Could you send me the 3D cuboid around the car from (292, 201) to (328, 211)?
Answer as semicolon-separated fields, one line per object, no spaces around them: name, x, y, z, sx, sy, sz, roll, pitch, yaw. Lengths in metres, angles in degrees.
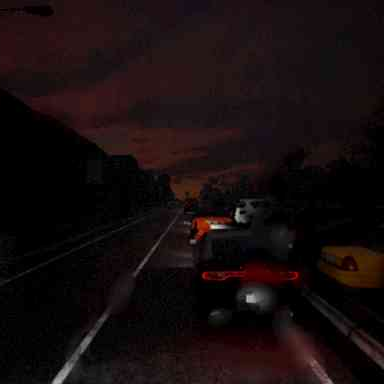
car;18.642;2.190;52.622;5.008;1.535;2.097;0;-1;0

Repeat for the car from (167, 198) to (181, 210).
car;-3.288;2.146;60.851;2.150;2.045;5.566;0;-1;0

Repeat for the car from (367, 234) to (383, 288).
car;5.663;1.552;5.017;4.792;1.488;2.163;0;-1;0

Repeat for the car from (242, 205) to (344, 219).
car;5.600;1.684;19.025;4.892;1.521;2.231;0;-1;0

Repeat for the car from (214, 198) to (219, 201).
car;5.600;1.700;38.654;5.566;2.045;2.435;0;-1;0

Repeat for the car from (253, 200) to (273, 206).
car;18.644;2.991;87.521;4.892;1.521;2.231;0;-1;0

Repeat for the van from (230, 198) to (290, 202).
van;5.704;1.571;27.443;4.442;1.987;1.878;0;-1;0

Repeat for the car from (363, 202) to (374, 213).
car;18.660;1.870;30.349;4.674;1.452;2.002;0;-1;0

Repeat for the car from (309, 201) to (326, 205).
car;18.651;2.074;44.268;4.674;1.452;2.002;0;-1;0

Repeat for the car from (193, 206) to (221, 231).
car;0.963;1.787;23.767;1.837;1.490;4.892;0;-1;0

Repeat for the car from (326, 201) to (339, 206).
car;18.621;1.820;38.703;4.553;1.767;2.185;0;-1;0

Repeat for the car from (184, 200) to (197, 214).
car;0.004;2.125;43.899;1.994;1.385;4.181;0;-1;1

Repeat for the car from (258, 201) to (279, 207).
car;18.647;2.882;81.099;4.674;1.452;2.002;0;-1;0

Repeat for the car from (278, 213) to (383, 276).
car;5.617;1.581;10.621;5.008;1.535;2.097;0;-1;0

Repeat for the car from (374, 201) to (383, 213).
car;18.482;1.790;27.564;5.366;1.575;1.946;0;-1;0

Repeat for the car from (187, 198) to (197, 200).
car;-0.035;2.108;59.278;2.150;2.045;5.566;0;-1;0

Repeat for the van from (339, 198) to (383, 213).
van;18.771;1.679;35.924;4.442;1.987;1.878;0;-1;0

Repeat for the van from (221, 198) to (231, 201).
van;5.462;1.646;33.048;4.442;1.987;1.878;0;-1;0

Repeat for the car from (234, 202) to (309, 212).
car;5.588;1.759;24.636;5.008;1.535;2.097;0;-1;0

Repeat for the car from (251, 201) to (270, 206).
car;18.647;3.106;90.795;4.674;1.452;2.002;0;-1;0

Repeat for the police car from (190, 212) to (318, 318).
police car;0.974;1.510;7.850;1.930;1.638;5.238;0;-1;0

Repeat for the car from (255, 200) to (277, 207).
car;18.655;2.914;84.248;5.008;1.535;2.097;0;-1;0

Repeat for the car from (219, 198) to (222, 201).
car;5.543;1.784;35.851;4.553;1.767;2.185;0;-1;0

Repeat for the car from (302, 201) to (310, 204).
car;18.653;2.082;47.055;5.008;1.535;2.097;0;-1;0

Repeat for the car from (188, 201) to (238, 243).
car;0.967;1.553;17.730;2.097;1.767;4.553;0;-1;0
